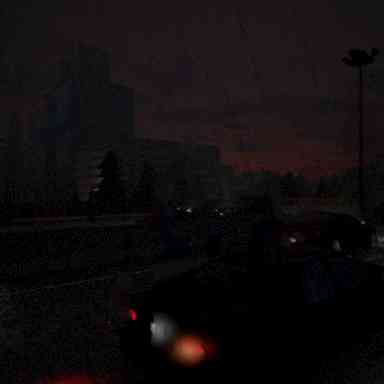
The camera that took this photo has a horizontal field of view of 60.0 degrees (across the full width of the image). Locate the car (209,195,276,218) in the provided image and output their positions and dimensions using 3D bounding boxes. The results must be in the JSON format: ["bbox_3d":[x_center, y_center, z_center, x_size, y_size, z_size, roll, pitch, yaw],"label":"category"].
[{"bbox_3d":[4.241,1.255,25.843,5.566,2.045,2.150,0,0,-40],"label":"car"}]

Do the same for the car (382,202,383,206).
[{"bbox_3d":[33.018,1.859,54.855,4.902,1.511,2.128,4,-3,-40],"label":"car"}]

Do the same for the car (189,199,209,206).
[{"bbox_3d":[0.763,1.398,27.476,4.553,1.767,2.097,0,0,-40],"label":"car"}]

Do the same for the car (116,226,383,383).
[{"bbox_3d":[1.590,1.550,5.171,5.357,1.411,2.033,0,0,-38],"label":"car"}]

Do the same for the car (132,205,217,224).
[{"bbox_3d":[-1.070,1.594,16.744,4.181,1.385,1.994,0,0,-40],"label":"car"}]

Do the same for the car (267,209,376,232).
[{"bbox_3d":[5.301,1.483,12.757,5.008,1.535,1.882,0,0,-40],"label":"car"}]
